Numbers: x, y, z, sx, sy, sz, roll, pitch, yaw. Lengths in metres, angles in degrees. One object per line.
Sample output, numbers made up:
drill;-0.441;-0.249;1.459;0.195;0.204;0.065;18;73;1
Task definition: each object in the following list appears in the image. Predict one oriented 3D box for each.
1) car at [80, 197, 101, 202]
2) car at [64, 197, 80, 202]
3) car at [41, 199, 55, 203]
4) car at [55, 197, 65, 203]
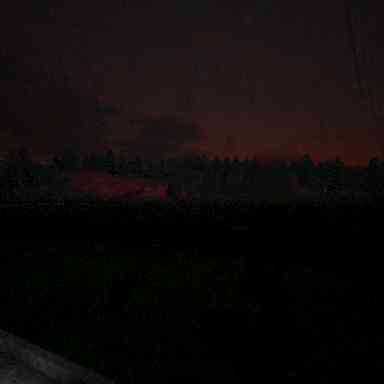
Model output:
car;-26.492;2.145;86.738;2.097;1.767;4.553;-1;0;12
car;-30.192;2.424;86.182;1.895;1.301;4.718;-1;0;12
car;-36.950;2.457;88.049;1.994;1.385;4.181;-1;0;12
car;-33.332;2.219;88.226;2.097;1.767;4.553;-1;0;12
